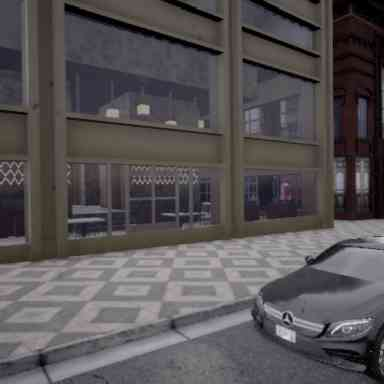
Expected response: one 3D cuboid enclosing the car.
[{"bbox_3d":[3.074,1.532,5.562,4.674,1.442,1.812,0,0,-36],"label":"car"}]
